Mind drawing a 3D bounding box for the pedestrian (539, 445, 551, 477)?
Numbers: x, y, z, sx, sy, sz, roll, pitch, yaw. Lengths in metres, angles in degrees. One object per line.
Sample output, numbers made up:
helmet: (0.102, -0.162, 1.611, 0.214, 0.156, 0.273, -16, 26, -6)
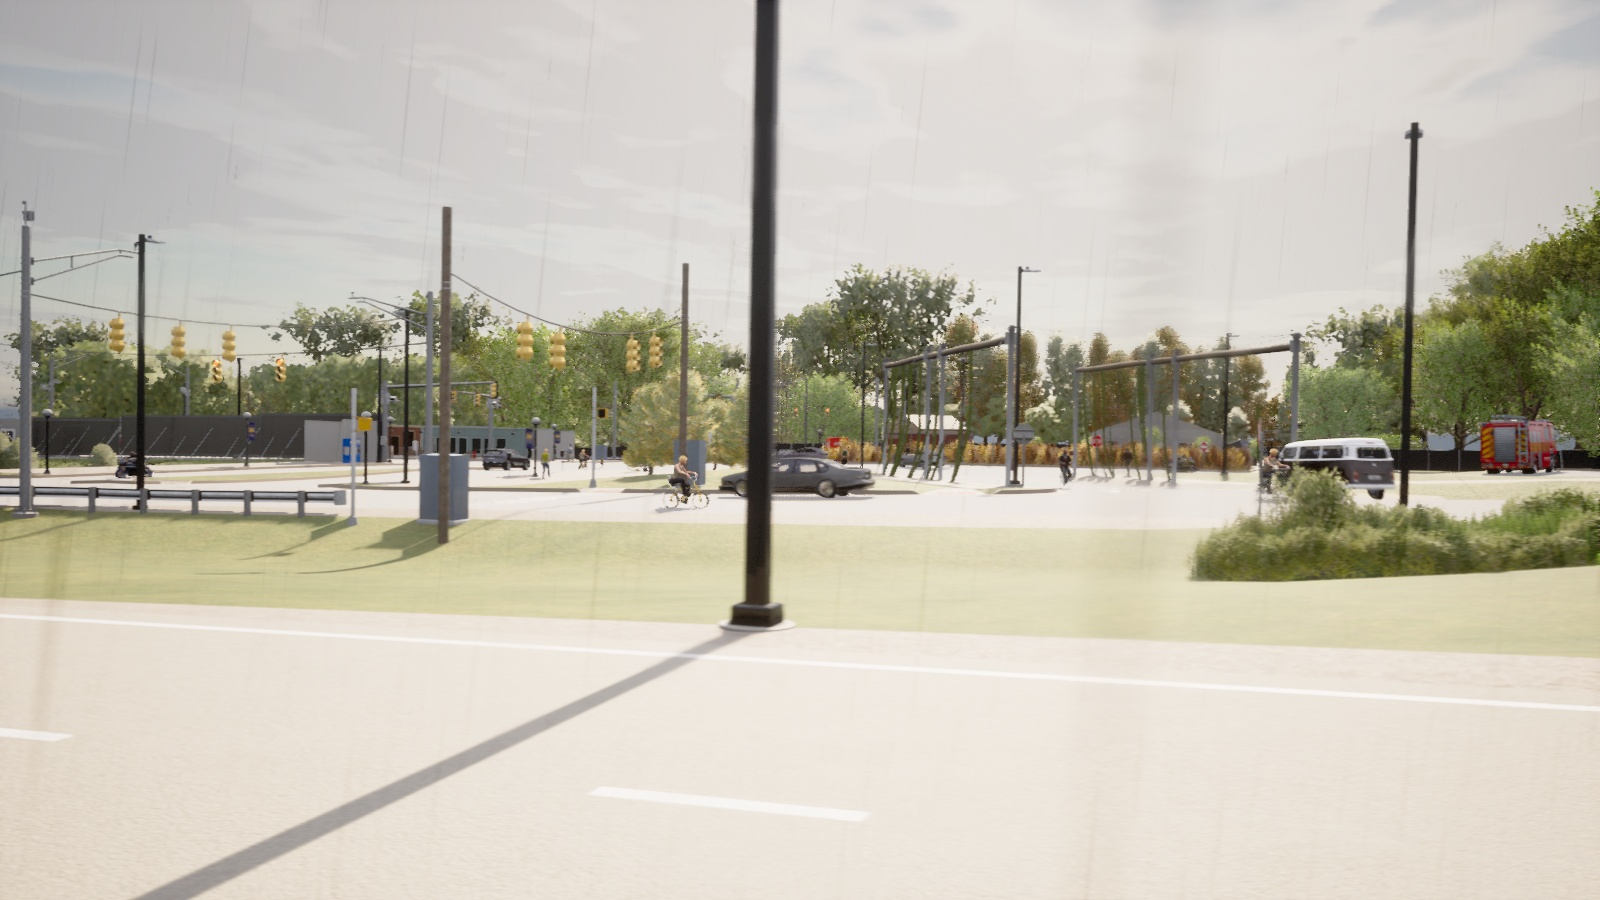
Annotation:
pedestrian: (-14.961, 0.655, 73.619, 0.354, 1.836, 0.706, 2, 1, 15)

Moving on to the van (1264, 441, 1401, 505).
van: (17.942, 0.778, 42.551, 2.069, 2.038, 4.480, 1, -1, -12)

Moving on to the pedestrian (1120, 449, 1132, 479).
pedestrian: (20.195, 0.850, 77.789, 0.376, 1.854, 0.720, 1, 1, -9)

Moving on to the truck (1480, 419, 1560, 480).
truck: (48.065, 0.002, 83.694, 2.891, 3.827, 8.468, -1, -1, 42)

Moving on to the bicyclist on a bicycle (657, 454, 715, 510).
bicyclist on a bicycle: (-3.395, 0.940, 37.423, 1.509, 1.612, 0.866, 0, 1, 18)

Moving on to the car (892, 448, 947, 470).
car: (9.375, 0.704, 98.735, 2.007, 1.525, 4.514, 0, 2, -31)

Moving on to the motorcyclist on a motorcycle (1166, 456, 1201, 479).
motorcyclist on a motorcycle: (26.437, 1.207, 86.628, 0.866, 1.530, 2.191, 0, 0, -44)

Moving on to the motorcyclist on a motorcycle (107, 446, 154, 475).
motorcyclist on a motorcycle: (-36.236, 0.564, 68.012, 0.866, 1.530, 2.191, 0, 1, 23)

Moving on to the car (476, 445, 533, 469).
car: (-21.670, 0.523, 92.368, 2.033, 1.649, 4.856, 1, 0, 14)

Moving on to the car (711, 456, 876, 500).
car: (-0.217, 0.952, 43.753, 5.357, 1.411, 2.033, 0, 1, 18)
